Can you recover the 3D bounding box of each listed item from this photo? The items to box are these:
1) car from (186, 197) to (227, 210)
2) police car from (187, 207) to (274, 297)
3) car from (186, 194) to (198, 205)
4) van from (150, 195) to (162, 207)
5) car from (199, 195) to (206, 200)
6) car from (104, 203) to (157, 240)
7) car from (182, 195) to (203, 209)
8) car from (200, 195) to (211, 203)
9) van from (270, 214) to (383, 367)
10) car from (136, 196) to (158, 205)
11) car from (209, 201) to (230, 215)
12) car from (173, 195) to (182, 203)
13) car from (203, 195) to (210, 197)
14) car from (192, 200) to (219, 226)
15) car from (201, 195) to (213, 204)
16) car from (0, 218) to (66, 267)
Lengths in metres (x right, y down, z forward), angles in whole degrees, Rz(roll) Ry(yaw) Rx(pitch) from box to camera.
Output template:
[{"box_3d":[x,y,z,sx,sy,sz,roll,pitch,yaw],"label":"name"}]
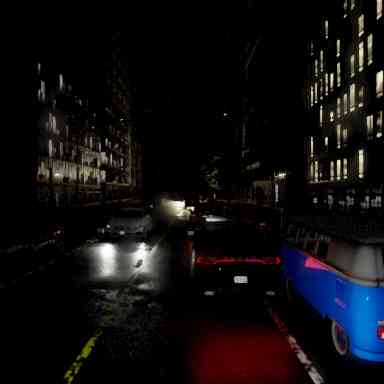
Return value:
[{"box_3d":[0.873,1.351,18.622,2.097,1.767,4.553,0,0,0],"label":"car"},{"box_3d":[0.911,1.425,8.769,1.930,1.638,5.238,0,0,0],"label":"police car"},{"box_3d":[0.068,1.327,59.392,2.097,1.767,4.553,0,0,0],"label":"car"},{"box_3d":[-5.630,1.328,51.191,1.690,1.788,3.998,0,0,0],"label":"van"},{"box_3d":[2.796,1.462,91.025,1.887,1.381,4.507,0,0,0],"label":"car"},{"box_3d":[-3.080,1.525,17.001,1.812,1.442,4.674,0,0,0],"label":"car"},{"box_3d":[0.060,1.345,45.440,2.097,1.767,4.553,0,0,0],"label":"car"},{"box_3d":[2.769,1.401,68.255,1.967,1.590,4.097,0,0,0],"label":"car"},{"box_3d":[2.698,1.341,5.639,1.690,1.788,3.998,0,0,0],"label":"van"},{"box_3d":[-5.644,1.548,39.806,2.008,1.369,4.403,0,0,0],"label":"car"},{"box_3d":[2.730,1.581,34.100,1.802,1.307,4.206,0,0,0],"label":"car"},{"box_3d":[-2.919,1.434,70.959,1.882,1.535,5.008,0,0,0],"label":"car"},{"box_3d":[2.743,1.544,45.485,2.008,1.369,4.403,0,0,0],"label":"car"},{"box_3d":[0.929,1.455,24.850,1.801,1.575,5.366,0,0,0],"label":"car"},{"box_3d":[2.763,1.410,62.563,1.967,1.590,4.097,0,0,0],"label":"car"},{"box_3d":[-5.677,1.582,11.343,1.802,1.307,4.206,0,0,0],"label":"car"}]
